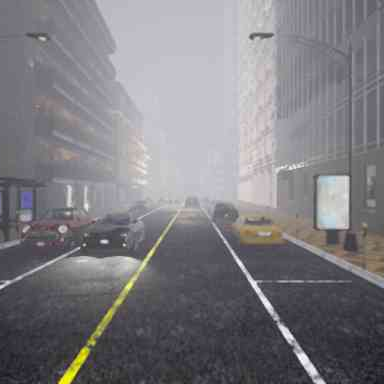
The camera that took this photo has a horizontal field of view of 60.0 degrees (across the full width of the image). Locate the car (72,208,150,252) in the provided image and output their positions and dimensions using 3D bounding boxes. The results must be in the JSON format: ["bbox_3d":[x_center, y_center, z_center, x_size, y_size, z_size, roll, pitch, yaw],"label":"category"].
[{"bbox_3d":[-3.097,1.554,13.720,1.994,1.385,4.181,0,0,0],"label":"car"}]

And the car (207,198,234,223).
[{"bbox_3d":[2.367,1.460,25.295,1.882,1.535,5.008,0,0,0],"label":"car"}]

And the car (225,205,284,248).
[{"bbox_3d":[2.694,1.515,14.658,1.752,1.417,4.829,0,0,0],"label":"car"}]

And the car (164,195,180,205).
[{"bbox_3d":[-3.033,1.466,57.049,2.128,1.511,4.902,0,0,0],"label":"car"}]

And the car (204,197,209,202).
[{"bbox_3d":[2.700,1.543,37.082,1.947,1.339,4.313,0,0,0],"label":"car"}]

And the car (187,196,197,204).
[{"bbox_3d":[0.018,1.453,61.815,1.882,1.535,5.008,0,0,0],"label":"car"}]

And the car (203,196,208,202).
[{"bbox_3d":[2.708,1.519,65.325,1.887,1.381,4.507,0,0,0],"label":"car"}]

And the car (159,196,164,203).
[{"bbox_3d":[-5.672,1.416,65.327,1.967,1.590,4.097,0,0,0],"label":"car"}]

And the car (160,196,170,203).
[{"bbox_3d":[-5.671,1.558,70.976,1.802,1.307,4.206,0,0,0],"label":"car"}]

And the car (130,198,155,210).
[{"bbox_3d":[-5.681,1.544,37.084,1.947,1.339,4.313,0,0,0],"label":"car"}]

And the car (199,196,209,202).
[{"bbox_3d":[2.711,1.527,76.622,2.008,1.369,4.403,0,0,0],"label":"car"}]

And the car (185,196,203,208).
[{"bbox_3d":[0.051,1.327,46.549,2.097,1.767,4.553,0,0,1],"label":"car"}]

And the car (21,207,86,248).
[{"bbox_3d":[-5.687,1.430,14.491,1.967,1.590,4.097,0,0,0],"label":"car"}]
